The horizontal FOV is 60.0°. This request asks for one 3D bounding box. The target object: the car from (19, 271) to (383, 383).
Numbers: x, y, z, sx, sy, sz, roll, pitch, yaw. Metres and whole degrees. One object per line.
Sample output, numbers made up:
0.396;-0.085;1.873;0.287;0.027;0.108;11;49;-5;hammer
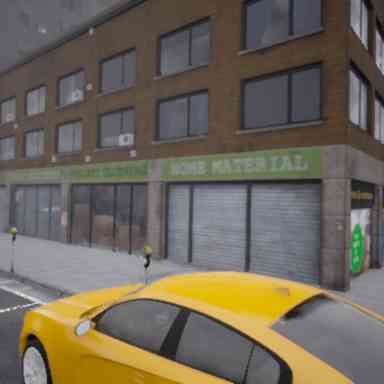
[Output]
0.112;1.568;3.317;5.008;1.535;1.882;-1;-2;39;car
